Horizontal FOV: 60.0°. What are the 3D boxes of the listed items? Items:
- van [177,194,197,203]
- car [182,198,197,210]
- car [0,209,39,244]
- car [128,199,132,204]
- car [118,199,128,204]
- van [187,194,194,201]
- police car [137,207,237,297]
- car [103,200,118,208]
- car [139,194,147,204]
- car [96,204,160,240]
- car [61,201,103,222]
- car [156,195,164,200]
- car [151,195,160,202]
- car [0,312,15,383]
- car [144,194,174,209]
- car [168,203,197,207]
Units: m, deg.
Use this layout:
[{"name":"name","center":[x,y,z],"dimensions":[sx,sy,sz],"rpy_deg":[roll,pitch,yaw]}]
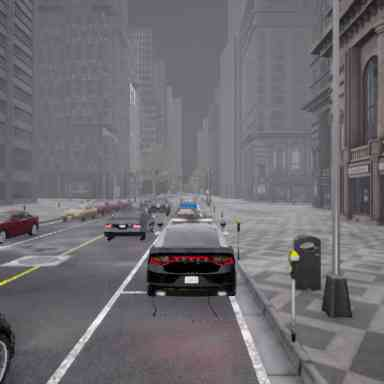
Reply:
[{"name":"van","center":[-0.353,1.345,32.286],"dimensions":[1.690,1.788,3.998],"rpy_deg":[0,0,0]},{"name":"car","center":[-0.347,1.551,43.336],"dimensions":[1.887,1.381,4.507],"rpy_deg":[0,0,0]},{"name":"car","center":[-8.908,1.546,15.731],"dimensions":[1.887,1.381,4.507],"rpy_deg":[0,0,0]},{"name":"car","center":[-8.902,1.551,43.358],"dimensions":[1.887,1.381,4.507],"rpy_deg":[0,0,0]},{"name":"car","center":[-8.903,1.550,37.832],"dimensions":[1.887,1.381,4.507],"rpy_deg":[0,0,0]},{"name":"van","center":[-0.341,1.378,86.846],"dimensions":[1.690,1.788,3.998],"rpy_deg":[0,0,0]},{"name":"police car","center":[-0.007,1.426,8.759],"dimensions":[1.930,1.638,5.238],"rpy_deg":[0,0,0]},{"name":"car","center":[-8.905,1.549,32.307],"dimensions":[1.887,1.381,4.507],"rpy_deg":[0,0,0]},{"name":"car","center":[-6.124,1.325,47.572],"dimensions":[2.150,2.045,5.566],"rpy_deg":[0,0,0]},{"name":"car","center":[-3.038,1.550,17.026],"dimensions":[2.033,1.411,5.357],"rpy_deg":[0,0,0]},{"name":"car","center":[-8.906,1.529,26.612],"dimensions":[1.752,1.417,4.829],"rpy_deg":[0,0,0]},{"name":"car","center":[-8.864,1.588,92.031],"dimensions":[1.887,1.381,4.507],"rpy_deg":[0,0,0]},{"name":"car","center":[-8.875,1.557,81.281],"dimensions":[1.752,1.417,4.829],"rpy_deg":[0,0,0]},{"name":"car","center":[-3.045,1.526,2.084],"dimensions":[1.812,1.442,4.674],"rpy_deg":[0,0,0]},{"name":"car","center":[-3.131,1.356,33.021],"dimensions":[2.097,1.767,4.553],"rpy_deg":[0,0,0]},{"name":"car","center":[-0.361,1.584,21.236],"dimensions":[1.802,1.307,4.206],"rpy_deg":[0,0,0]}]
